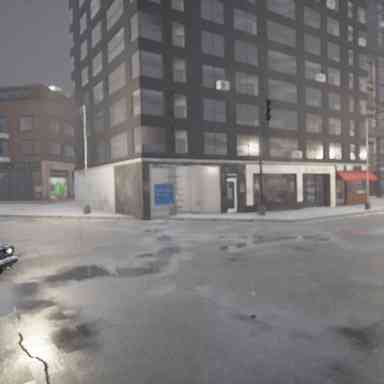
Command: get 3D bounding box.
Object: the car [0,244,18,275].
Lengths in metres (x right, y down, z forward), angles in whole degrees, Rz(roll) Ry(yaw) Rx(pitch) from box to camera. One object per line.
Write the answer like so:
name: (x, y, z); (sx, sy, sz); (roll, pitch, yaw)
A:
car: (-6.946, 1.550, 8.308); (4.718, 1.301, 1.895); (3, 4, 11)
